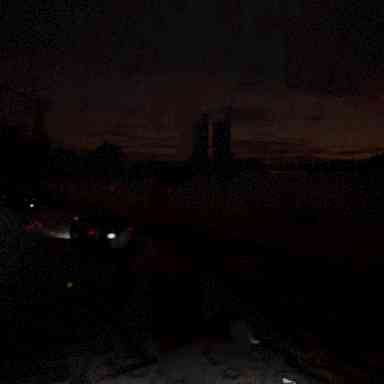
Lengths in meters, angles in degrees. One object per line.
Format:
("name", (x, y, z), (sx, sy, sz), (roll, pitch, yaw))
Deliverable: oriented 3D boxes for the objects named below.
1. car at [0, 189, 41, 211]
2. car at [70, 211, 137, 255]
("car", (-13.392, 0.519, 25.522), (4.892, 1.490, 1.837), (6, 5, 40))
("car", (-3.617, 1.426, 13.180), (1.994, 1.385, 4.181), (-1, 2, -25))
